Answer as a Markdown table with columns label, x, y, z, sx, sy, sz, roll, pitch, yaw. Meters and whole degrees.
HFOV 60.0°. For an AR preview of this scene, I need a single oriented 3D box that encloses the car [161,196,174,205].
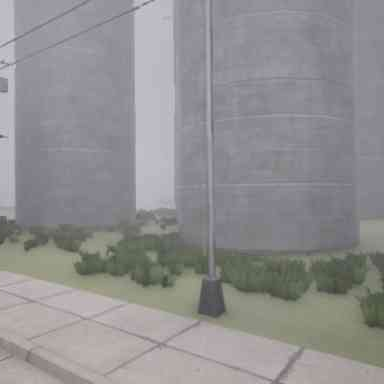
| label | x | y | z | sx | sy | sz | roll | pitch | yaw |
| --- | --- | --- | --- | --- | --- | --- | --- | --- | --- |
| car | -3.743 | 1.777 | 67.423 | 3.866 | 1.878 | 1.905 | -1 | 0 | 35 |

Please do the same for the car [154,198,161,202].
| label | x | y | z | sx | sy | sz | roll | pitch | yaw |
| --- | --- | --- | --- | --- | --- | --- | --- | --- | --- |
| car | -7.701 | 2.133 | 85.192 | 3.905 | 1.438 | 1.784 | -1 | 0 | 35 |
